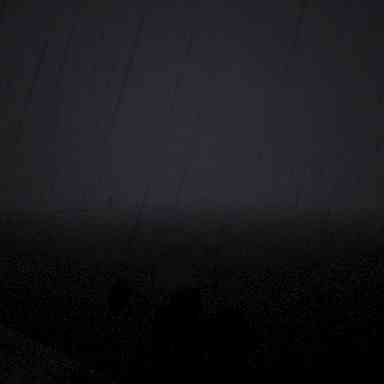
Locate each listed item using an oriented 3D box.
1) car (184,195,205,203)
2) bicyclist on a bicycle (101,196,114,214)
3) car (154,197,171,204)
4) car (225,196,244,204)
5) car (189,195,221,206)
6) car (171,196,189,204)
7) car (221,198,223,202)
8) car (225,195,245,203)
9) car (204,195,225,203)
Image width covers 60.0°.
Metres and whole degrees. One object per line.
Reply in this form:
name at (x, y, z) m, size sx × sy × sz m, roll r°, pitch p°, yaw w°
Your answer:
car at (0.646, 1.477, 69.755) m, size 1.882 × 1.535 × 5.008 m, roll 0°, pitch 0°, yaw 35°
bicyclist on a bicycle at (-7.978, 1.156, 31.704) m, size 1.656 × 1.620 × 0.582 m, roll 33°, pitch 17°, yaw 27°
car at (-5.036, 1.564, 61.624) m, size 1.994 × 1.385 × 4.181 m, roll 0°, pitch 0°, yaw 35°
car at (8.057, 1.601, 62.204) m, size 1.895 × 1.301 × 4.718 m, roll 0°, pitch 0°, yaw 35°
car at (2.089, 1.478, 53.589) m, size 1.882 × 1.535 × 5.008 m, roll 0°, pitch 0°, yaw 35°
car at (-1.189, 1.478, 61.020) m, size 1.882 × 1.535 × 5.008 m, roll 0°, pitch 0°, yaw 35°
car at (3.156, 1.478, 61.124) m, size 1.882 × 1.535 × 5.008 m, roll 0°, pitch 0°, yaw 35°
car at (8.939, 1.490, 69.399) m, size 2.128 × 1.511 × 4.902 m, roll 0°, pitch 0°, yaw 35°
car at (4.739, 1.477, 69.501) m, size 1.882 × 1.535 × 5.008 m, roll 0°, pitch 0°, yaw 35°
